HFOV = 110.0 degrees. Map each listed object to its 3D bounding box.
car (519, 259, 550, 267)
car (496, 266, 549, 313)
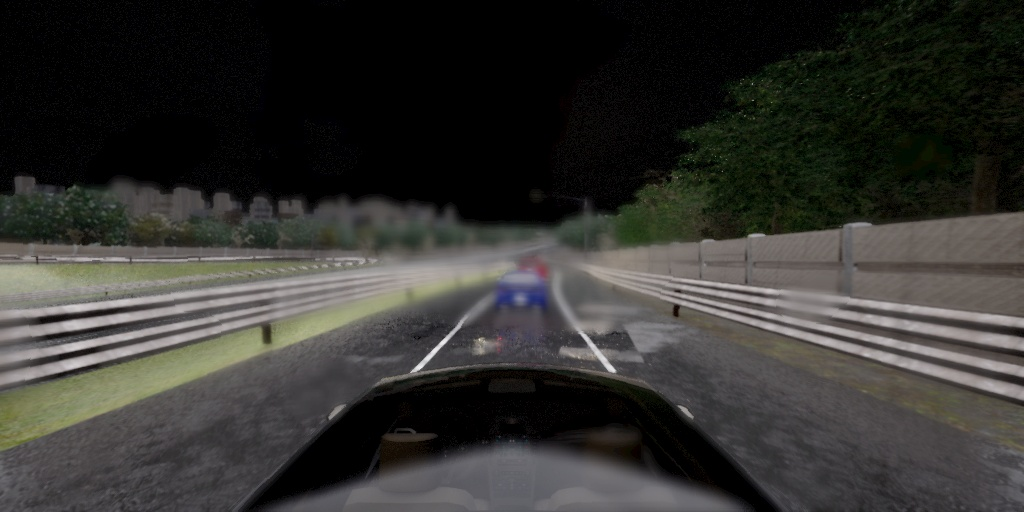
[{"bbox_3d":[1.701,1.255,28.057,2.150,2.045,5.566,0,0,8],"label":"car"},{"bbox_3d":[0.475,1.365,14.841,1.882,1.535,5.008,0,0,4],"label":"car"}]
